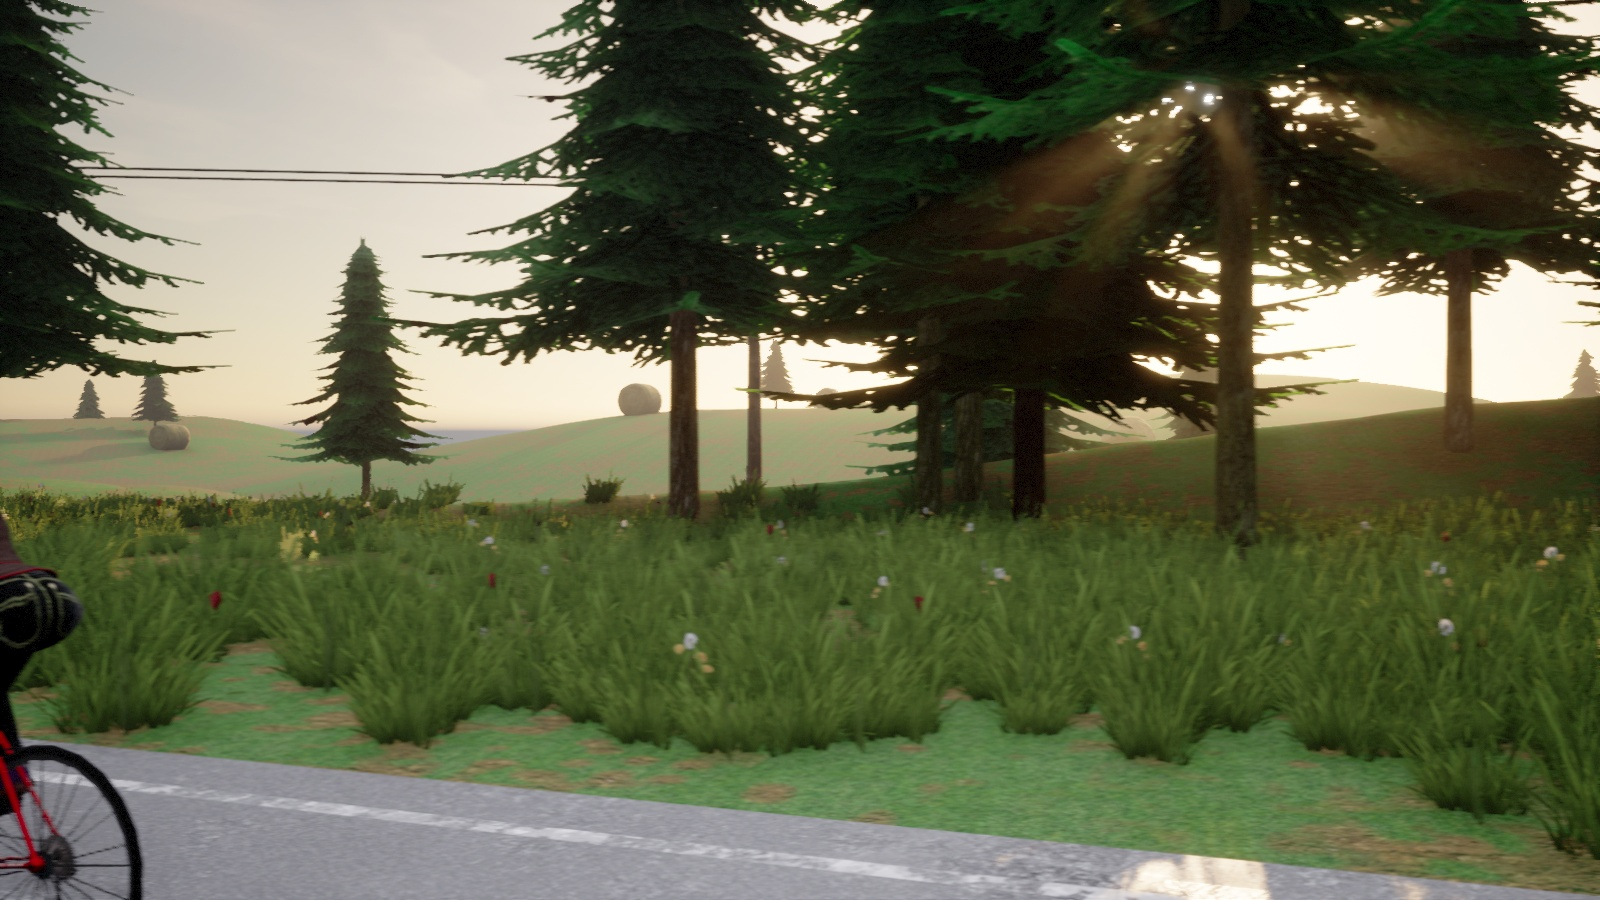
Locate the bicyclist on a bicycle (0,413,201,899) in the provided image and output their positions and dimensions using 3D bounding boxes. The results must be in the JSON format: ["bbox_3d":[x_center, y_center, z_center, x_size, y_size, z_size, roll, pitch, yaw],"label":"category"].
[{"bbox_3d":[-2.692,0.709,3.782,1.656,1.620,0.582,0,1,19],"label":"bicyclist on a bicycle"}]
